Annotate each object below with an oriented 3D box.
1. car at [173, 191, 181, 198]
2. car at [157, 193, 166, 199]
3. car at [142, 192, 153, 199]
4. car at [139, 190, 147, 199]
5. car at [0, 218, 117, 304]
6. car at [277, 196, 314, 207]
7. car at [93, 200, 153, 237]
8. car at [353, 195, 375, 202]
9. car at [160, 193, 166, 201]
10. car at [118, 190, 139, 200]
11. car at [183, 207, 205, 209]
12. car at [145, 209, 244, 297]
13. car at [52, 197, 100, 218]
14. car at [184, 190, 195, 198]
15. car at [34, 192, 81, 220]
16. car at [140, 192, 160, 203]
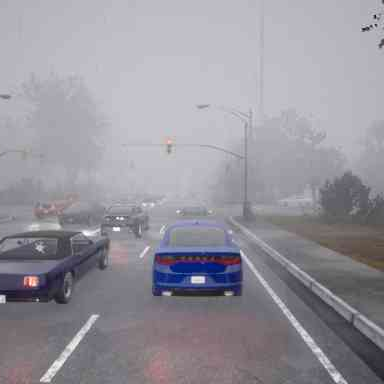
[{"bbox_3d":[-3.836,0.737,85.329,2.033,1.411,5.357,0,1,-4],"label":"car"},{"bbox_3d":[-7.046,0.919,77.116,1.895,1.301,4.718,0,1,-1],"label":"car"},{"bbox_3d":[-10.647,0.800,80.568,2.128,1.511,4.902,0,1,-2],"label":"car"},{"bbox_3d":[-10.422,0.652,68.598,2.150,2.045,5.566,0,1,0],"label":"car"},{"bbox_3d":[-3.387,1.573,8.044,1.895,1.301,4.718,0,0,0],"label":"car"},{"bbox_3d":[13.290,1.200,42.822,4.674,1.442,1.812,0,1,-3],"label":"car"},{"bbox_3d":[-3.373,1.402,17.296,1.837,1.490,4.892,0,0,0],"label":"car"},{"bbox_3d":[22.478,1.174,43.329,4.892,1.490,1.837,0,1,-3],"label":"car"},{"bbox_3d":[-6.947,0.934,66.413,1.882,1.535,5.008,0,1,0],"label":"car"},{"bbox_3d":[-10.536,0.930,53.902,2.097,1.767,4.553,0,0,1],"label":"car"},{"bbox_3d":[0.126,1.458,17.572,1.994,1.385,4.181,0,0,0],"label":"car"},{"bbox_3d":[0.114,1.446,8.591,1.882,1.535,5.008,0,0,0],"label":"car"},{"bbox_3d":[-7.066,1.335,21.888,1.882,1.535,5.008,0,0,0],"label":"car"},{"bbox_3d":[-0.340,0.419,85.464,2.150,2.045,5.566,0,1,-4],"label":"car"},{"bbox_3d":[-10.558,1.035,26.834,2.150,2.045,5.566,0,1,0],"label":"car"},{"bbox_3d":[-7.006,1.127,55.511,1.994,1.385,4.181,0,1,0],"label":"car"}]
